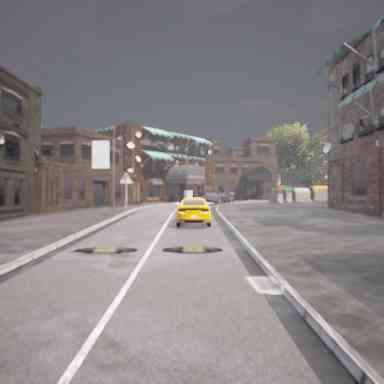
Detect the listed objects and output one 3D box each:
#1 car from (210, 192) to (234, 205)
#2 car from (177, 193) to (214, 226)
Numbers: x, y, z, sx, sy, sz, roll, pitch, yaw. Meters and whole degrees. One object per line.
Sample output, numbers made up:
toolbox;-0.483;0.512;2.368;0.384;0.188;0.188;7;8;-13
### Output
car;2.925;0.757;38.156;2.033;1.411;5.357;0;-1;32
car;0.092;1.071;19.993;1.882;1.535;5.008;0;2;0
